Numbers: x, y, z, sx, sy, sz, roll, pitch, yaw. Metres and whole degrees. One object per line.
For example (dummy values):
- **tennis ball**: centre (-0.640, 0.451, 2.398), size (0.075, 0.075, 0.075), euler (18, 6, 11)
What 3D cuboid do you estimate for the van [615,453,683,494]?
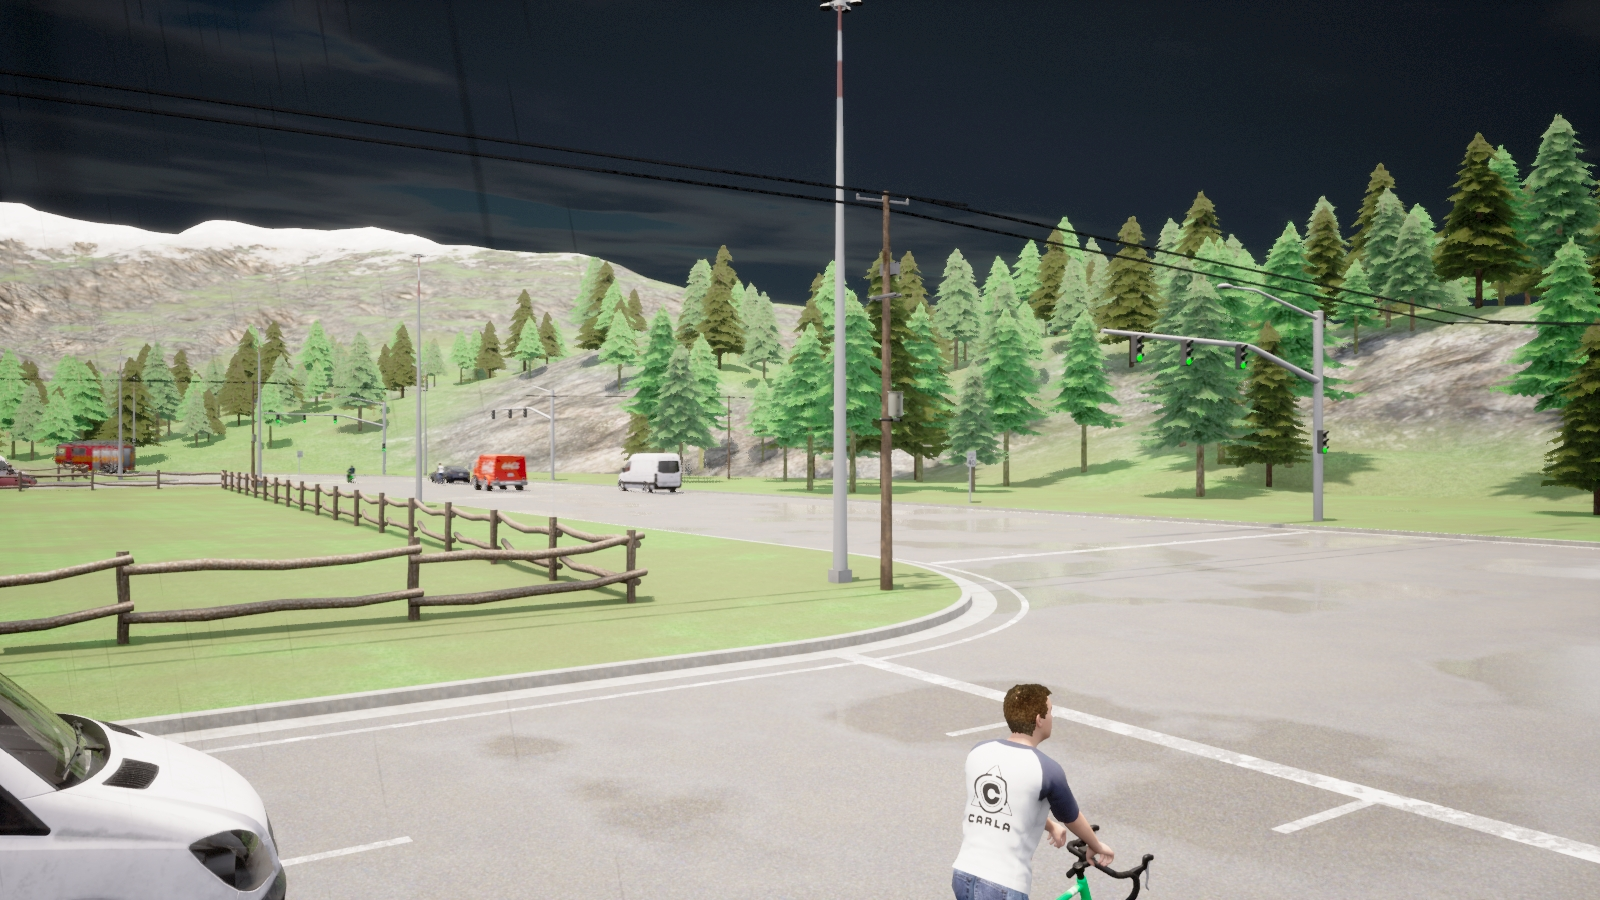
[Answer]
- **van**: centre (-9.969, 1.511, 75.029), size (1.988, 2.561, 5.915), euler (0, 0, -35)

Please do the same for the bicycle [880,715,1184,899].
- **bicycle**: centre (1.060, 2.053, 4.957), size (1.643, 1.496, 0.373), euler (0, 0, -41)

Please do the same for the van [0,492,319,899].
- **van**: centre (-5.215, 1.535, 4.399), size (5.915, 2.561, 1.988), euler (0, 0, -35)
